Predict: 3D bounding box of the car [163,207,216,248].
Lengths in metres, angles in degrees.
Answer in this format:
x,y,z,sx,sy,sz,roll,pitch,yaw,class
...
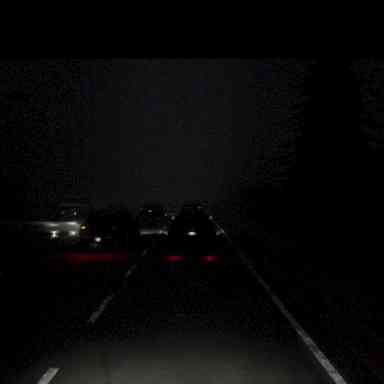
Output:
x,y,z,sx,sy,sz,roll,pitch,yaw,class
0.000,1.571,14.808,1.994,1.385,4.181,0,0,0,car

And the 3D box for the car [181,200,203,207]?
x,y,z,sx,sy,sz,roll,pitch,yaw,class
0.000,1.494,29.807,2.128,1.511,4.902,0,0,0,car

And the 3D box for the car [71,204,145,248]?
x,y,z,sx,sy,sz,roll,pitch,yaw,class
-3.500,1.515,14.808,1.837,1.490,4.892,0,0,0,car

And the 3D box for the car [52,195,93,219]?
x,y,z,sx,sy,sz,roll,pitch,yaw,class
-10.500,1.326,29.802,2.150,2.045,5.566,0,0,0,car

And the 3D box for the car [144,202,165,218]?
x,y,z,sx,sy,sz,roll,pitch,yaw,class
-3.500,1.571,29.807,1.994,1.385,4.181,0,0,0,car
